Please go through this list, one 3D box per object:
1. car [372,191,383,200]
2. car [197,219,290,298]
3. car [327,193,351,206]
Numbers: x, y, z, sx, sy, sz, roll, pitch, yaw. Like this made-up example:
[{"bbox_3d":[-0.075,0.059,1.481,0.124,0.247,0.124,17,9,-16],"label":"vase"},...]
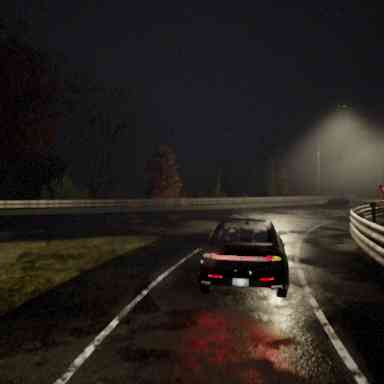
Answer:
[{"bbox_3d":[40.781,0.703,73.081,2.150,2.045,5.566,0,0,28],"label":"car"},{"bbox_3d":[1.373,1.427,8.464,2.128,1.511,4.902,0,0,12],"label":"car"},{"bbox_3d":[20.767,1.235,46.982,4.181,1.385,1.994,0,1,-45],"label":"car"}]
